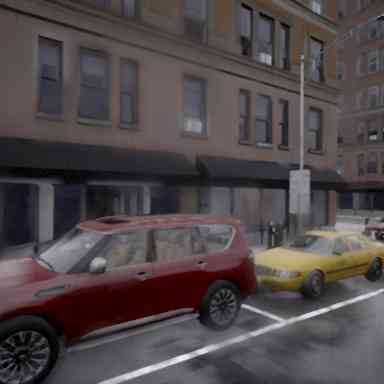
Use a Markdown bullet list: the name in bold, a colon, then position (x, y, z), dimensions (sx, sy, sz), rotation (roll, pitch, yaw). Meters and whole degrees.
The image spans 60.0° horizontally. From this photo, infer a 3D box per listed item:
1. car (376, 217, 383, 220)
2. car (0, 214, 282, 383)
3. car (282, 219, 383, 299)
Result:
- **car**: position (8.124, 1.440, 11.991), dimensions (5.009, 1.841, 2.192), rotation (1, 0, -35)
- **car**: position (-1.123, 1.335, 5.399), dimensions (5.009, 1.841, 2.192), rotation (1, 0, -35)
- **car**: position (3.359, 1.596, 8.595), dimensions (4.829, 1.417, 1.752), rotation (1, 0, -35)
